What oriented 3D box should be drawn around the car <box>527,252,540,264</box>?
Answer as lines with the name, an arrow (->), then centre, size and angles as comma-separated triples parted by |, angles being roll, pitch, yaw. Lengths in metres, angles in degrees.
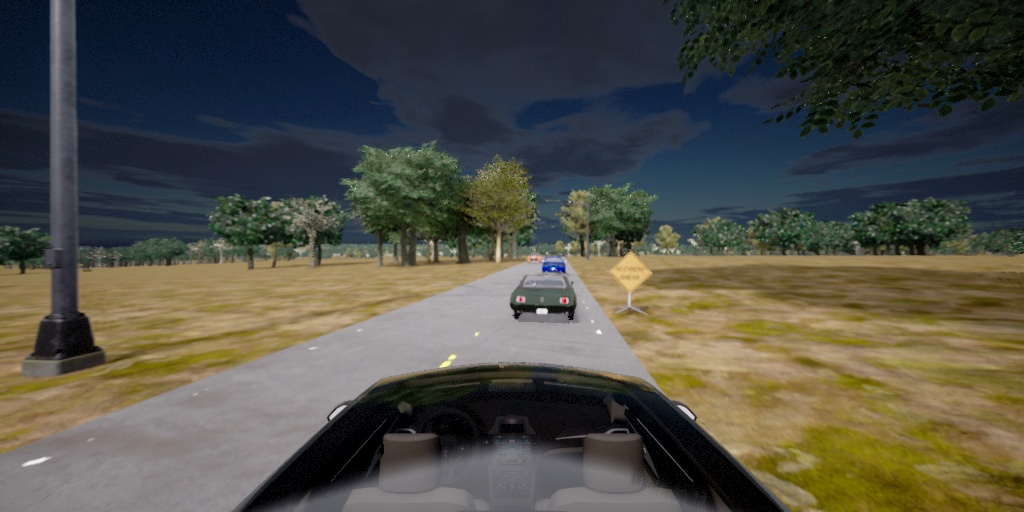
car -> 3.403, 0.200, 53.379 | 2.097, 1.767, 4.553 | 1, 1, 8

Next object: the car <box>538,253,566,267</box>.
car -> 3.493, 0.784, 29.889 | 1.882, 1.535, 5.008 | 1, 1, 8

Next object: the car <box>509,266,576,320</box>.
car -> 1.153, 1.226, 12.199 | 1.895, 1.301, 4.718 | 1, 1, 8

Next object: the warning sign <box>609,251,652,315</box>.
warning sign -> 3.616, 0.781, 11.105 | 1.300, 1.860, 1.060 | 0, 0, 7
